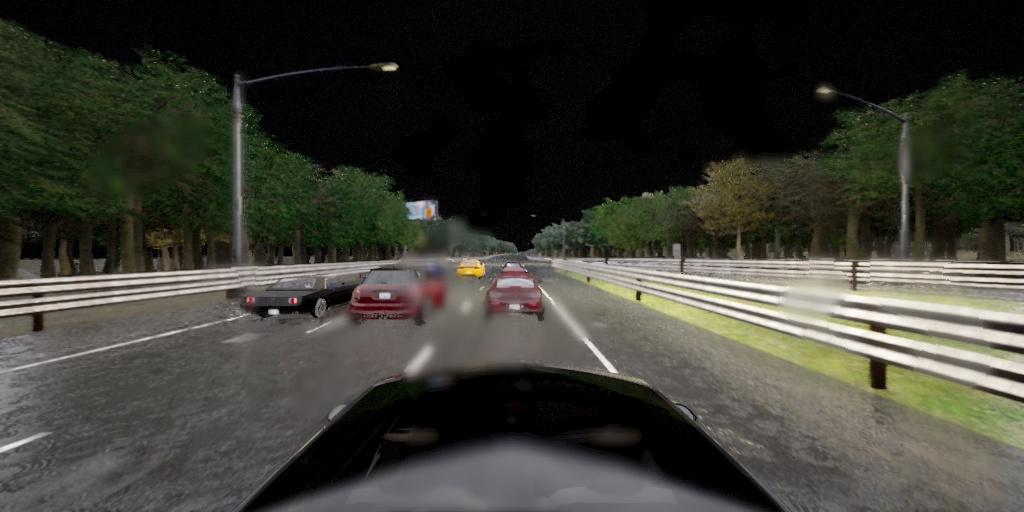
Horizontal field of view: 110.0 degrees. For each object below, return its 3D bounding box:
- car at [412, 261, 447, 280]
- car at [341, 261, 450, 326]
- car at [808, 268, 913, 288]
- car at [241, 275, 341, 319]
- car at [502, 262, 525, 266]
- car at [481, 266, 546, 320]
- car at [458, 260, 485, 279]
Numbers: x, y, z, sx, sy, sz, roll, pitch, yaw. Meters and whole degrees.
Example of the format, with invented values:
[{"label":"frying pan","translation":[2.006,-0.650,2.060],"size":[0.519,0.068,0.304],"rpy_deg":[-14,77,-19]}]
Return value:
[{"label":"car","translation":[-6.883,1.160,30.375],"size":[1.812,1.442,4.674],"rpy_deg":[0,0,0]},{"label":"car","translation":[-3.399,1.072,11.720],"size":[2.097,1.767,4.553],"rpy_deg":[0,0,0]},{"label":"car","translation":[19.126,0.950,19.912],"size":[1.994,1.385,4.181],"rpy_deg":[0,0,-18]},{"label":"car","translation":[-6.905,1.317,12.613],"size":[1.895,1.301,4.718],"rpy_deg":[0,0,0]},{"label":"car","translation":[0.104,1.201,29.687],"size":[1.994,1.385,4.181],"rpy_deg":[0,0,0]},{"label":"car","translation":[0.100,1.243,12.303],"size":[1.812,1.442,4.674],"rpy_deg":[0,0,0]},{"label":"car","translation":[-3.397,1.111,30.741],"size":[1.882,1.535,5.008],"rpy_deg":[0,0,0]}]
